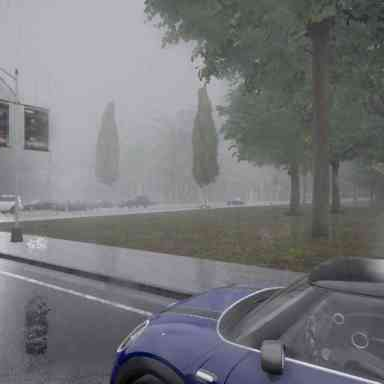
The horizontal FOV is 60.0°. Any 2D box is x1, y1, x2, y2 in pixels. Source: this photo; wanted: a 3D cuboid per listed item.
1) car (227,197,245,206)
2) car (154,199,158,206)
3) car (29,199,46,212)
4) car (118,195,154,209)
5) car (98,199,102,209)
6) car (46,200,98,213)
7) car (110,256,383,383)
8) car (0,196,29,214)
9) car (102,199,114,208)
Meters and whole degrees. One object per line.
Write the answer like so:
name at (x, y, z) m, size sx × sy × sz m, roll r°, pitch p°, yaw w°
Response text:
car at (8.852, 1.818, 66.558) m, size 2.097 × 1.767 × 4.553 m, roll 0°, pitch -1°, yaw 35°
car at (-8.090, 1.836, 59.626) m, size 2.128 × 1.511 × 4.902 m, roll 0°, pitch 0°, yaw 36°
car at (-19.724, 1.695, 43.067) m, size 1.882 × 1.535 × 5.008 m, roll 0°, pitch 0°, yaw 35°
car at (-9.075, 1.514, 52.606) m, size 2.150 × 2.045 × 5.566 m, roll 0°, pitch 0°, yaw 36°
car at (-15.067, 1.778, 44.055) m, size 2.033 × 1.411 × 5.357 m, roll 0°, pitch 0°, yaw 35°
car at (-14.114, 1.699, 39.470) m, size 2.128 × 1.511 × 4.902 m, roll 0°, pitch 0°, yaw 35°
car at (1.436, 1.352, 2.665) m, size 4.553 × 1.767 × 2.097 m, roll 0°, pitch 0°, yaw 36°
car at (-21.033, 1.399, 35.541) m, size 2.150 × 2.045 × 5.566 m, roll 0°, pitch 0°, yaw 34°
car at (-14.040, 1.837, 51.185) m, size 1.994 × 1.385 × 4.181 m, roll 0°, pitch 0°, yaw 35°
